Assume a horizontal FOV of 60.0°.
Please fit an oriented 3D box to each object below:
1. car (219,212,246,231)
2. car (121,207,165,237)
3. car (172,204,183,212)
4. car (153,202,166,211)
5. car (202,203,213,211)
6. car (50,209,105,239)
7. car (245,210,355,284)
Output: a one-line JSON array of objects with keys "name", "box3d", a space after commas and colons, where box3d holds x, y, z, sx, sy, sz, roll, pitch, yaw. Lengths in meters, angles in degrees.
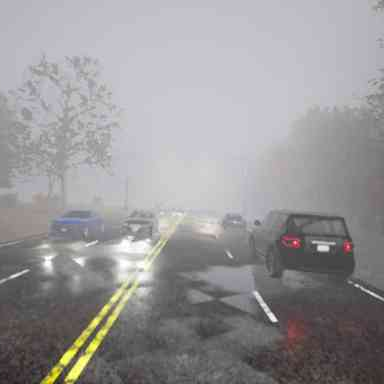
[{"name": "car", "box3d": [3.517, 2.472, 28.946, 1.994, 1.385, 4.181, 4, -2, 0]}, {"name": "car", "box3d": [-3.241, 1.951, 21.632, 2.128, 1.511, 4.902, 3, -2, 1]}, {"name": "car", "box3d": [-2.791, 3.080, 63.367, 2.128, 1.511, 4.902, 3, -2, 1]}, {"name": "car", "box3d": [-6.066, 2.741, 61.737, 2.097, 1.767, 4.553, 3, -2, 1]}, {"name": "car", "box3d": [3.964, 3.696, 78.553, 2.033, 1.649, 4.856, 3, -3, 1]}, {"name": "car", "box3d": [-6.513, 1.728, 19.464, 1.882, 1.535, 5.008, 3, -1, 0]}, {"name": "car", "box3d": [3.462, 1.658, 11.453, 2.150, 2.045, 5.566, 5, -2, 0]}]
